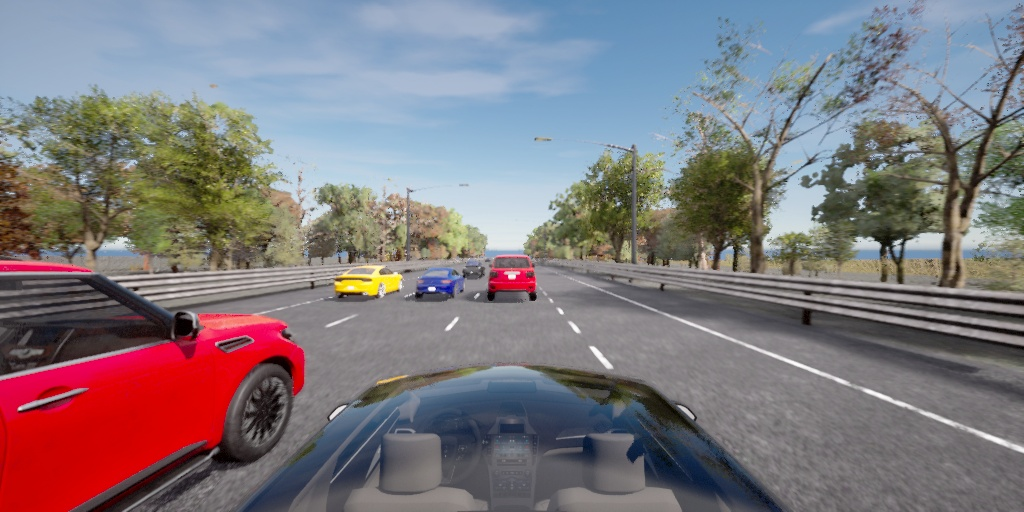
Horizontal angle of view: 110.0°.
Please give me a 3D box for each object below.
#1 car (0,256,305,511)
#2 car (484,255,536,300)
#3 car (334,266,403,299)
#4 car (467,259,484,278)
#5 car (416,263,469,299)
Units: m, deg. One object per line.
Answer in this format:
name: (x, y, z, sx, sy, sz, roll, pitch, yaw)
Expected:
car: (-3.498, 0.972, 1.824, 2.150, 2.045, 5.566, 0, 0, 0)
car: (0.000, 0.971, 17.964, 2.150, 2.045, 5.566, 0, 0, 0)
car: (-7.000, 1.227, 18.046, 1.882, 1.535, 5.008, 0, 0, 0)
car: (-3.503, 1.242, 33.643, 2.128, 1.511, 4.902, 0, 0, 0)
car: (-3.502, 1.275, 17.974, 1.812, 1.442, 4.674, 0, 0, 0)
